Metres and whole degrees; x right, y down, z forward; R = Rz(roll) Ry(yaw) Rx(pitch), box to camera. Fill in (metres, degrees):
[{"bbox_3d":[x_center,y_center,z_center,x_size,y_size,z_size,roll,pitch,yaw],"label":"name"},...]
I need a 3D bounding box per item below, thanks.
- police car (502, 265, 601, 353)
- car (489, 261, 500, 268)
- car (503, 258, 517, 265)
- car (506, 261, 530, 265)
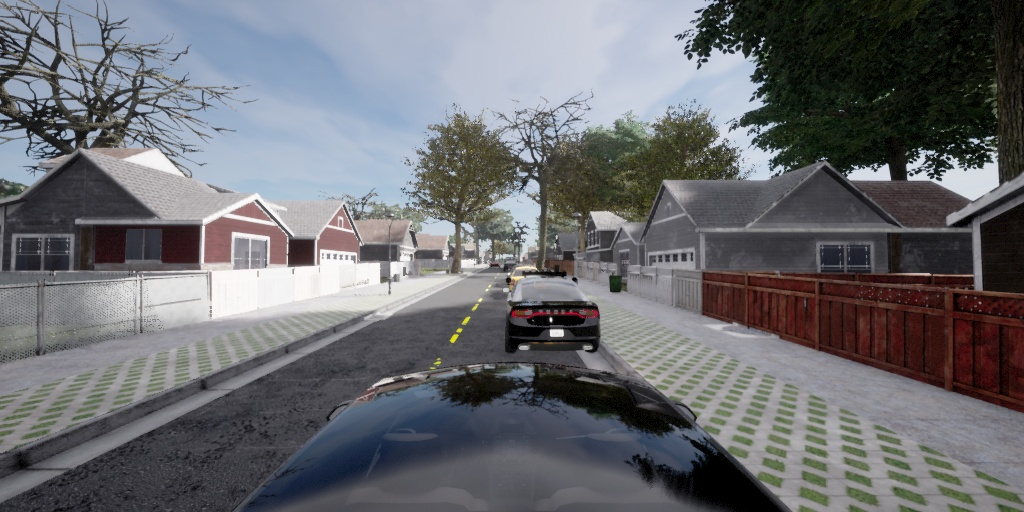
[{"bbox_3d":[0.791,1.181,9.017,1.930,1.638,5.238,0,0,0],"label":"police car"},{"bbox_3d":[-3.082,1.548,64.935,1.895,1.301,4.718,0,0,0],"label":"car"},{"bbox_3d":[-0.202,1.345,49.566,1.882,1.535,5.008,0,0,0],"label":"car"},{"bbox_3d":[0.737,1.221,19.104,1.801,1.575,5.366,0,0,0],"label":"car"}]
